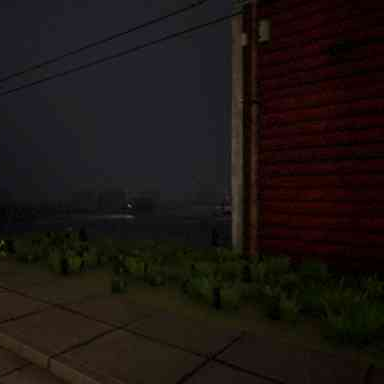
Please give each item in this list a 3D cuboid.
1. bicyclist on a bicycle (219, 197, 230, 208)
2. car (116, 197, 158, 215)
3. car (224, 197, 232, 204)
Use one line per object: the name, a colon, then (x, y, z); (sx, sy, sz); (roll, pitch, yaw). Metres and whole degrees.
bicyclist on a bicycle: (3.760, 1.442, 37.392); (1.656, 1.620, 0.582); (0, 0, 21)
car: (-5.596, 1.346, 34.000); (2.097, 1.767, 4.553); (0, 0, 34)
car: (6.860, 1.467, 51.993); (1.882, 1.535, 5.008); (0, -1, 35)
